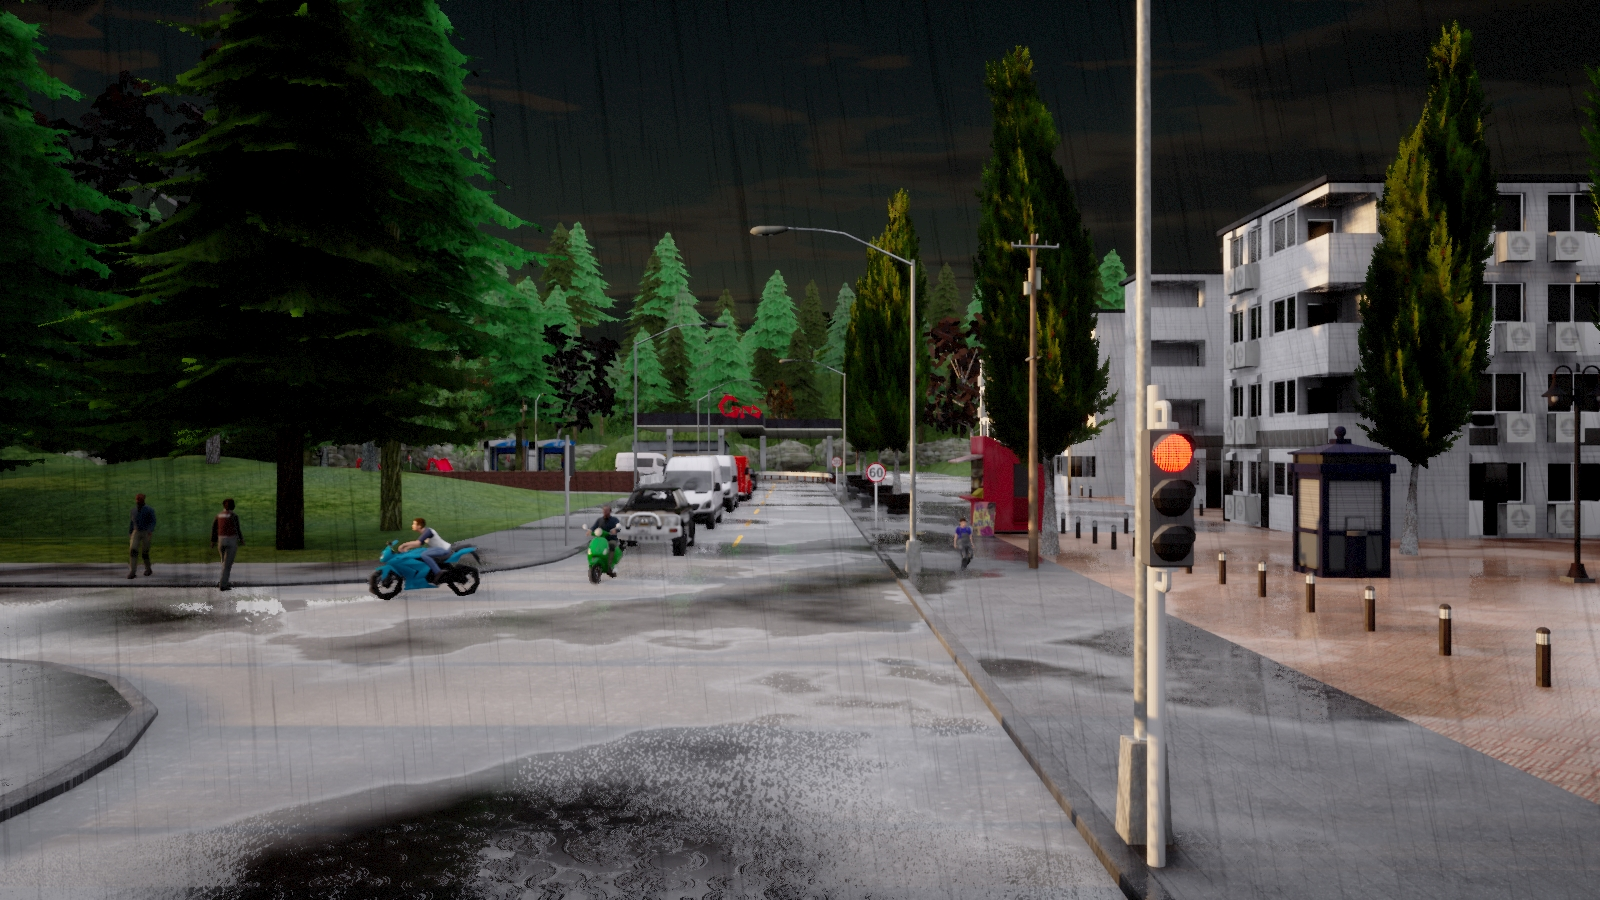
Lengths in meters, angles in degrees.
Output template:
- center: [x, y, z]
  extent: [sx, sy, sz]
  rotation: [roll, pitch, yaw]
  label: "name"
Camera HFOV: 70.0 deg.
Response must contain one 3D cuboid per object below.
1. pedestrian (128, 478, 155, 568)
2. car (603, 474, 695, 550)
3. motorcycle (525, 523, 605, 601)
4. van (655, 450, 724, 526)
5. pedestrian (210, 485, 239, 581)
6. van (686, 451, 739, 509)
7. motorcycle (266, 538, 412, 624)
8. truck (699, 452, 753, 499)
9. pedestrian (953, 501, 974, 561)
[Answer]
- center: [-13.802, 1.520, 23.954]
  extent: [0.375, 1.860, 0.375]
  rotation: [0, 0, -5]
  label: "pedestrian"
- center: [-4.060, 1.638, 31.470]
  extent: [1.932, 1.855, 4.605]
  rotation: [0, 0, 0]
  label: "car"
- center: [-4.149, 1.957, 20.357]
  extent: [0.856, 1.236, 1.805]
  rotation: [0, -1, 7]
  label: "motorcycle"
- center: [-4.013, 1.304, 42.393]
  extent: [1.988, 2.561, 5.915]
  rotation: [0, 1, 0]
  label: "van"
- center: [-11.318, 1.625, 22.470]
  extent: [0.375, 1.860, 0.375]
  rotation: [0, 0, 8]
  label: "pedestrian"
- center: [-4.006, 1.306, 53.191]
  extent: [1.988, 2.561, 5.915]
  rotation: [0, 0, 0]
  label: "van"
- center: [-7.070, 1.989, 17.588]
  extent: [2.033, 1.145, 0.803]
  rotation: [0, -2, -22]
  label: "motorcycle"
- center: [-3.990, 1.338, 62.614]
  extent: [2.627, 2.467, 5.204]
  rotation: [0, 0, 0]
  label: "truck"
- center: [3.643, 1.800, 25.468]
  extent: [0.375, 1.300, 0.375]
  rotation: [0, 0, -12]
  label: "pedestrian"
